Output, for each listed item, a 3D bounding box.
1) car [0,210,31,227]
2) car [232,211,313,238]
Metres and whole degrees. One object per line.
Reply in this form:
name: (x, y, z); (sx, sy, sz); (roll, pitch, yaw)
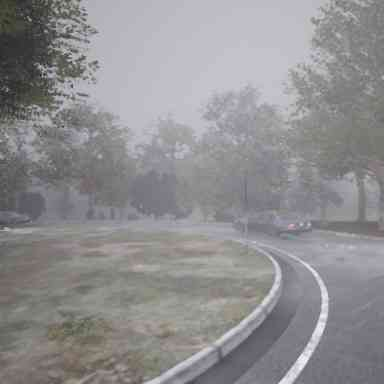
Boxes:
car: (-16.129, 2.158, 27.128); (5.357, 1.411, 2.033); (0, -1, -23)
car: (4.595, 1.836, 19.844); (2.033, 1.411, 5.357); (0, -1, -29)
